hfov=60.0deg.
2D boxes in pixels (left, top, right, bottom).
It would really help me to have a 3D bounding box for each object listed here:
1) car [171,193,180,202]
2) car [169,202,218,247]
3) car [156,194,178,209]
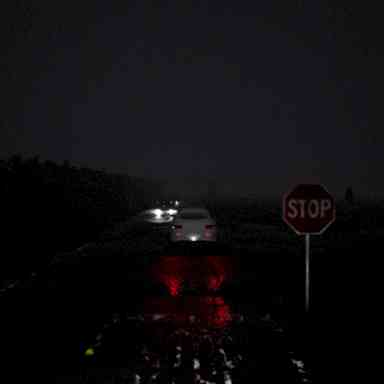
[{"bbox_3d":[-2.951,0.921,54.535,1.994,1.385,4.181,0,1,0],"label":"car"},{"bbox_3d":[0.058,1.364,13.976,1.812,1.442,4.674,0,1,0],"label":"car"},{"bbox_3d":[-2.938,1.163,37.525,1.895,1.301,4.718,0,1,0],"label":"car"}]
